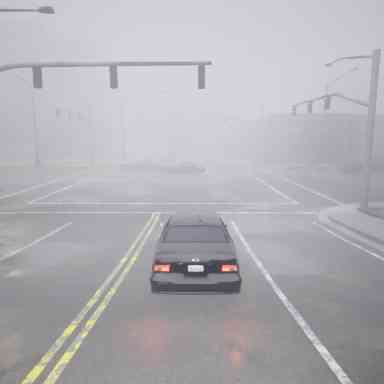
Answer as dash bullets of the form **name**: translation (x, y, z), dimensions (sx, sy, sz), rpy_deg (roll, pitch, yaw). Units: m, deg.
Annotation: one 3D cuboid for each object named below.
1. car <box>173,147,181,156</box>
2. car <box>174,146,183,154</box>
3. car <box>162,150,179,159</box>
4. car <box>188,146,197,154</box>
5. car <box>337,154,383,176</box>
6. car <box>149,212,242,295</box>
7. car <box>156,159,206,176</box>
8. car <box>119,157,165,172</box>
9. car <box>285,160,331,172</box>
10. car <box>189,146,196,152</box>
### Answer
- **car**: translation (-3.509, -6.892, 61.012), dimensions (1.837, 1.490, 4.892), rpy_deg (0, 9, 0)
- **car**: translation (-3.432, -8.515, 71.208), dimensions (2.033, 1.411, 5.357), rpy_deg (0, 9, 0)
- **car**: translation (-3.547, -5.306, 51.535), dimensions (2.033, 1.411, 5.357), rpy_deg (0, 9, 0)
- **car**: translation (0.077, -10.319, 81.096), dimensions (2.097, 1.767, 4.553), rpy_deg (0, 9, 0)
- **car**: translation (17.833, -2.761, 33.839), dimensions (5.566, 2.045, 2.150), rpy_deg (0, 9, 0)
- **car**: translation (0.082, 1.217, 8.409), dimensions (2.033, 1.411, 5.357), rpy_deg (0, 4, 0)
- **car**: translation (-0.972, -2.395, 33.981), dimensions (4.718, 1.301, 1.895), rpy_deg (0, 9, 0)
- **car**: translation (-5.729, -2.960, 37.455), dimensions (4.718, 1.301, 1.895), rpy_deg (0, 9, 0)
- **car**: translation (12.963, -2.956, 37.416), dimensions (4.718, 1.301, 1.895), rpy_deg (0, 9, 1)
- **car**: translation (0.087, -11.806, 91.154), dimensions (1.994, 1.385, 4.181), rpy_deg (0, 9, 0)
